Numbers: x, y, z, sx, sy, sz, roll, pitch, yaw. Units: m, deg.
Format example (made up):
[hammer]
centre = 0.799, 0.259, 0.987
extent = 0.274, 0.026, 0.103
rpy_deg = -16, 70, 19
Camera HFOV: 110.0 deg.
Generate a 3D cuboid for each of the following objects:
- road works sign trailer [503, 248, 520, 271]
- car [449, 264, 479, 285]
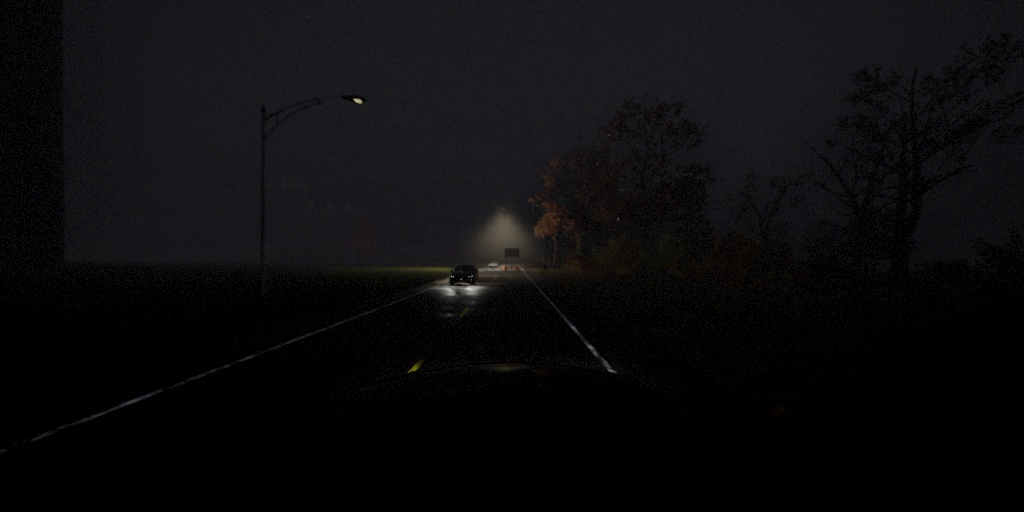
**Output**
[road works sign trailer]
centre = 0.005, 0.532, 56.881
extent = 2.380, 3.560, 2.880
rpy_deg = 0, 0, 0
[car]
centre = -3.599, 1.407, 27.694
extent = 1.837, 1.490, 4.892
rpy_deg = 0, 0, 0
